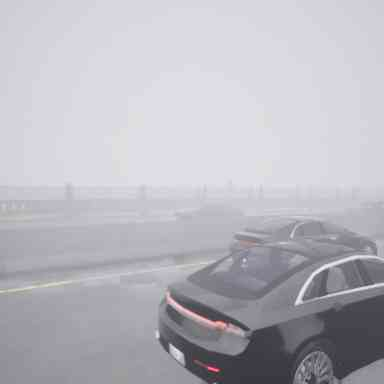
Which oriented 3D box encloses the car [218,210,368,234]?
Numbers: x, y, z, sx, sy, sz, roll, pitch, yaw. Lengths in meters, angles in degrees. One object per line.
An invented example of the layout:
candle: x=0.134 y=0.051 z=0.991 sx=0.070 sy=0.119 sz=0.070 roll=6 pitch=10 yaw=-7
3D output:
car: x=3.369 y=1.469 z=9.739 sx=4.892 sy=1.490 sz=1.837 roll=0 pitch=0 yaw=-30

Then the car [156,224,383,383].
car: x=1.888 y=1.474 z=4.774 sx=4.902 sy=1.511 sz=2.128 roll=0 pitch=0 yaw=-32

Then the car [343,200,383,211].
car: x=14.254 y=1.422 z=26.534 sx=4.892 sy=1.490 sz=1.837 roll=1 pitch=0 yaw=-19

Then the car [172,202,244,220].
car: x=1.287 y=1.445 z=24.726 sx=5.357 sy=1.411 sz=2.033 roll=0 pitch=0 yaw=-27
